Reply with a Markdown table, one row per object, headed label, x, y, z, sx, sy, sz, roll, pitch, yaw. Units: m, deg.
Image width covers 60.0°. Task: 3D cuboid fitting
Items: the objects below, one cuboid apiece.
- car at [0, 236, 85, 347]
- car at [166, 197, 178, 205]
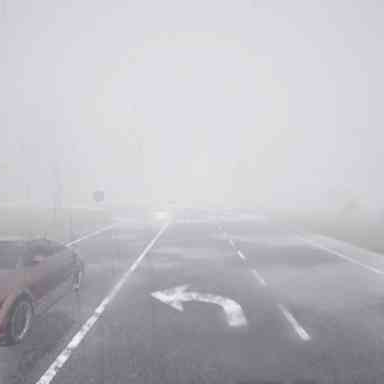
| label | x | y | z | sx | sy | sz | roll | pitch | yaw |
| --- | --- | --- | --- | --- | --- | --- | --- | --- | --- |
| car | -3.503 | 1.560 | 6.163 | 1.994 | 1.385 | 4.181 | 0 | 0 | 0 |
| car | -3.542 | 1.529 | 58.845 | 1.994 | 1.385 | 4.181 | 0 | 0 | 0 |
